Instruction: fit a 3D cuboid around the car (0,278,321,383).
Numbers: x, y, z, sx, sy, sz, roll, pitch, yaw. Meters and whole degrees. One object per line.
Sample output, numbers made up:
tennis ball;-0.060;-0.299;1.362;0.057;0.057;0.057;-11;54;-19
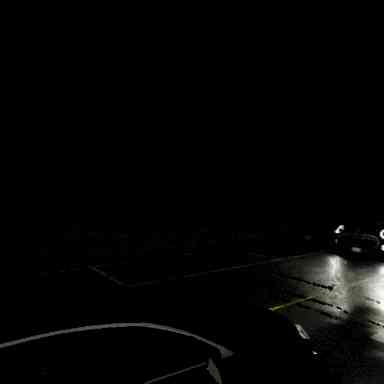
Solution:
car;-0.965;1.507;2.621;4.892;1.490;1.837;-1;0;-35

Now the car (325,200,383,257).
car;7.346;1.351;12.482;4.553;1.767;2.097;0;0;-35

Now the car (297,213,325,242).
car;6.687;1.565;15.285;4.313;1.339;1.947;0;0;-35
